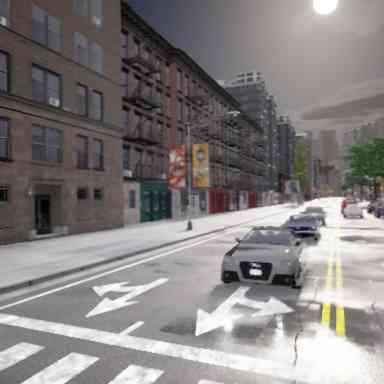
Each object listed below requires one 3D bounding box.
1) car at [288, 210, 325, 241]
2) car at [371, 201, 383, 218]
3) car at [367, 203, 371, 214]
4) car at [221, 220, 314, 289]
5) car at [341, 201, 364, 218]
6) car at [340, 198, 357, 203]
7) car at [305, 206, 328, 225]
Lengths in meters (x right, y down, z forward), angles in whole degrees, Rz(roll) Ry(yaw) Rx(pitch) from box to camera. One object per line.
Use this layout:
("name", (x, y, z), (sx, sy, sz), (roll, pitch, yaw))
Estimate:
("car", (6.277, 1.932, 18.849), (1.895, 1.301, 4.718), (-2, -1, 24))
("car", (20.807, 1.815, 35.579), (2.097, 1.767, 4.553), (-2, -1, 24))
("car", (24.676, 1.944, 44.429), (2.097, 1.767, 4.553), (-2, -1, 24))
("car", (2.306, 1.757, 9.779), (1.994, 1.385, 4.181), (-1, -1, 23))
("car", (17.765, 2.063, 36.650), (1.812, 1.442, 4.674), (-2, -1, 24))
("car", (21.697, 1.893, 45.735), (2.150, 2.045, 5.566), (-2, -1, 24))
("car", (10.368, 1.977, 28.168), (1.837, 1.490, 4.892), (-2, -1, 24))
